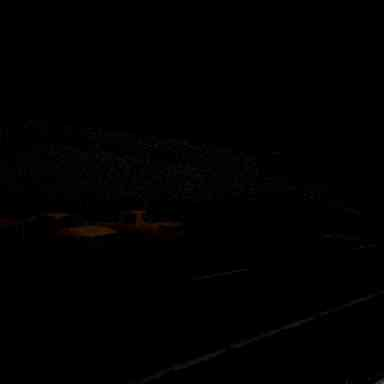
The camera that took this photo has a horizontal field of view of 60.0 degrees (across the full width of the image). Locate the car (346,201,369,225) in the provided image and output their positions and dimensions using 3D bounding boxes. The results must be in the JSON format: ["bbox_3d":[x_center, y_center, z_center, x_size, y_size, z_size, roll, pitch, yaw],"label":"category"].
[{"bbox_3d":[9.574,1.332,23.392,4.553,1.767,2.185,-1,-1,35],"label":"car"}]

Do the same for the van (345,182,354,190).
[{"bbox_3d":[37.964,-1.460,79.656,1.878,1.987,4.442,7,4,35],"label":"van"}]

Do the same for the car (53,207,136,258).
[{"bbox_3d":[-4.909,1.472,12.820,5.366,1.575,1.946,-1,-1,35],"label":"car"}]

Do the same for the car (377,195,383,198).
[{"bbox_3d":[16.907,1.225,28.608,5.566,2.045,2.435,-1,-1,35],"label":"car"}]

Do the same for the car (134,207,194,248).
[{"bbox_3d":[-2.776,1.468,14.766,5.366,1.575,1.946,-1,0,35],"label":"car"}]

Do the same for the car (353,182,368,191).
[{"bbox_3d":[39.723,-0.961,77.293,2.231,1.521,4.892,7,3,35],"label":"car"}]

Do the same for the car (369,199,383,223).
[{"bbox_3d":[12.041,1.463,25.117,4.892,1.521,2.231,-1,-1,35],"label":"car"}]

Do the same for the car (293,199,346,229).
[{"bbox_3d":[7.179,1.328,21.608,4.553,1.767,2.185,-1,-1,35],"label":"car"}]

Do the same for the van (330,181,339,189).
[{"bbox_3d":[36.236,-1.733,82.128,1.878,1.987,4.442,7,3,35],"label":"van"}]

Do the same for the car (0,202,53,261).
[{"bbox_3d":[-7.484,1.239,11.174,5.566,2.045,2.435,-1,-1,35],"label":"car"}]

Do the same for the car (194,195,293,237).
[{"bbox_3d":[2.237,1.205,18.158,5.566,2.045,2.435,-1,0,35],"label":"car"}]
